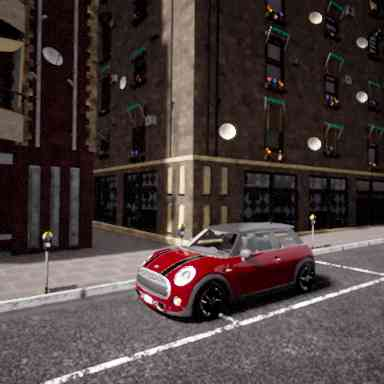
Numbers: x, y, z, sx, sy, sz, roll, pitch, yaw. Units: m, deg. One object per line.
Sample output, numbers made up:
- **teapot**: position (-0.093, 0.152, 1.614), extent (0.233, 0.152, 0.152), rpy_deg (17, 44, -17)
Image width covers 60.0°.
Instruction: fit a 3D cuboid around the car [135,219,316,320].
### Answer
- **car**: position (0.819, 1.445, 7.277), extent (4.097, 1.590, 1.967), rpy_deg (0, 1, -35)
